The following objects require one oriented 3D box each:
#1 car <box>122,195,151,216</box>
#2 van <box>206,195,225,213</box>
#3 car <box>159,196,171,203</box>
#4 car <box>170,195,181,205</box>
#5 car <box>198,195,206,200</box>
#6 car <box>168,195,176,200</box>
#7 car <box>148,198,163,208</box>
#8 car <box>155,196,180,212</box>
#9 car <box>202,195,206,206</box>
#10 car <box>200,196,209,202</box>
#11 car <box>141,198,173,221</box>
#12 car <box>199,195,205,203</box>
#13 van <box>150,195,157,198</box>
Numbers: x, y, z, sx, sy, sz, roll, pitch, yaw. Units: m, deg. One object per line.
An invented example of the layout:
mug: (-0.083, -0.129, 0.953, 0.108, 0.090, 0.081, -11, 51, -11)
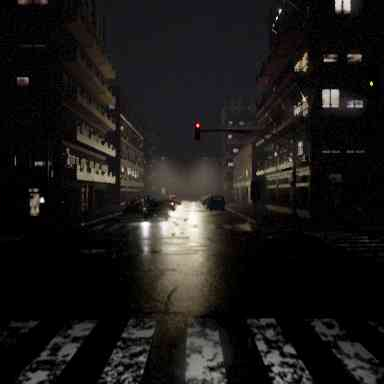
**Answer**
car: (-5.411, 1.410, 31.970, 1.967, 1.590, 4.097, 0, 0, 0)
van: (2.733, 1.305, 36.922, 1.690, 1.788, 3.998, 0, 0, 0)
car: (-5.248, 1.478, 65.459, 1.887, 1.381, 4.507, 0, 0, 0)
car: (-2.777, 1.474, 52.749, 1.812, 1.442, 4.674, 0, 0, 0)
car: (2.655, 1.466, 87.777, 1.947, 1.339, 4.313, 0, 0, 0)
car: (-5.225, 1.450, 87.785, 2.008, 1.369, 4.403, 0, 0, 0)
car: (-5.313, 1.534, 48.715, 1.802, 1.307, 4.206, 0, 0, 0)
car: (-2.809, 1.510, 38.081, 2.033, 1.411, 5.357, 0, 0, 0)
car: (2.704, 1.502, 43.126, 1.887, 1.381, 4.507, 0, 0, 0)
car: (2.638, 1.470, 71.032, 1.887, 1.381, 4.507, 0, 0, 0)
car: (-2.809, 1.500, 27.440, 1.812, 1.442, 4.674, 0, 0, -1)
car: (2.623, 1.512, 54.288, 1.947, 1.339, 4.313, 0, 0, 0)
van: (-5.365, 1.299, 43.134, 1.690, 1.788, 3.998, 0, 0, 0)
